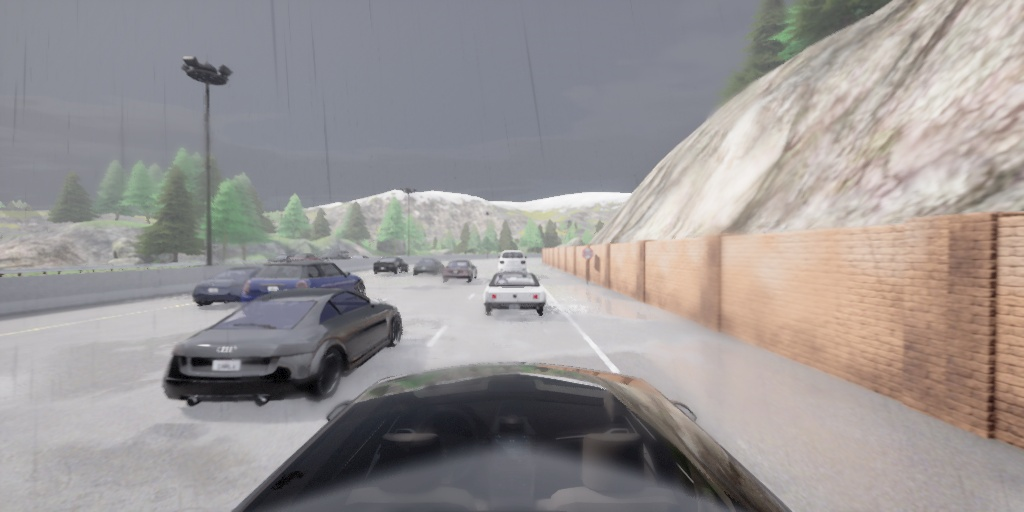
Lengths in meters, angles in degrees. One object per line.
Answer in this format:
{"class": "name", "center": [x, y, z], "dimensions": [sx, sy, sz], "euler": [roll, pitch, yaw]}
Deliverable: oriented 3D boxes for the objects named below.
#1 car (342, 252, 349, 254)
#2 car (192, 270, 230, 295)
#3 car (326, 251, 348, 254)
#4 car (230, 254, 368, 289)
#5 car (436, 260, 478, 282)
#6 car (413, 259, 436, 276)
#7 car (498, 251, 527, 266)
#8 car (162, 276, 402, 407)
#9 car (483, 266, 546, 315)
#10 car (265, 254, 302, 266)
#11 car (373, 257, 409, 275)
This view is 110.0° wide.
{"class": "car", "center": [-21.151, 0.599, 49.496], "dimensions": [1.812, 1.442, 4.674], "euler": [0, 1, 0]}
{"class": "car", "center": [-10.426, 1.133, 14.541], "dimensions": [1.994, 1.385, 4.181], "euler": [0, 1, 0]}
{"class": "car", "center": [-24.664, 0.286, 50.029], "dimensions": [2.150, 2.045, 5.566], "euler": [0, 1, 0]}
{"class": "car", "center": [-6.922, 0.949, 12.495], "dimensions": [2.097, 1.767, 4.553], "euler": [0, 1, 0]}
{"class": "car", "center": [-3.447, 0.977, 24.335], "dimensions": [2.033, 1.411, 5.357], "euler": [0, 1, 0]}
{"class": "car", "center": [-6.960, 0.906, 30.477], "dimensions": [1.994, 1.385, 4.181], "euler": [0, 1, 0]}
{"class": "car", "center": [0.044, 0.584, 28.980], "dimensions": [2.150, 2.045, 5.566], "euler": [0, 1, 0]}
{"class": "car", "center": [-3.413, 1.249, 6.294], "dimensions": [1.994, 1.385, 4.181], "euler": [0, 1, 0]}
{"class": "car", "center": [0.077, 1.194, 12.769], "dimensions": [1.895, 1.301, 4.718], "euler": [0, 1, 0]}
{"class": "car", "center": [-31.643, 0.547, 49.812], "dimensions": [1.882, 1.535, 5.008], "euler": [0, 1, 0]}
{"class": "car", "center": [-10.462, 0.806, 31.433], "dimensions": [1.882, 1.535, 5.008], "euler": [0, 1, 0]}
